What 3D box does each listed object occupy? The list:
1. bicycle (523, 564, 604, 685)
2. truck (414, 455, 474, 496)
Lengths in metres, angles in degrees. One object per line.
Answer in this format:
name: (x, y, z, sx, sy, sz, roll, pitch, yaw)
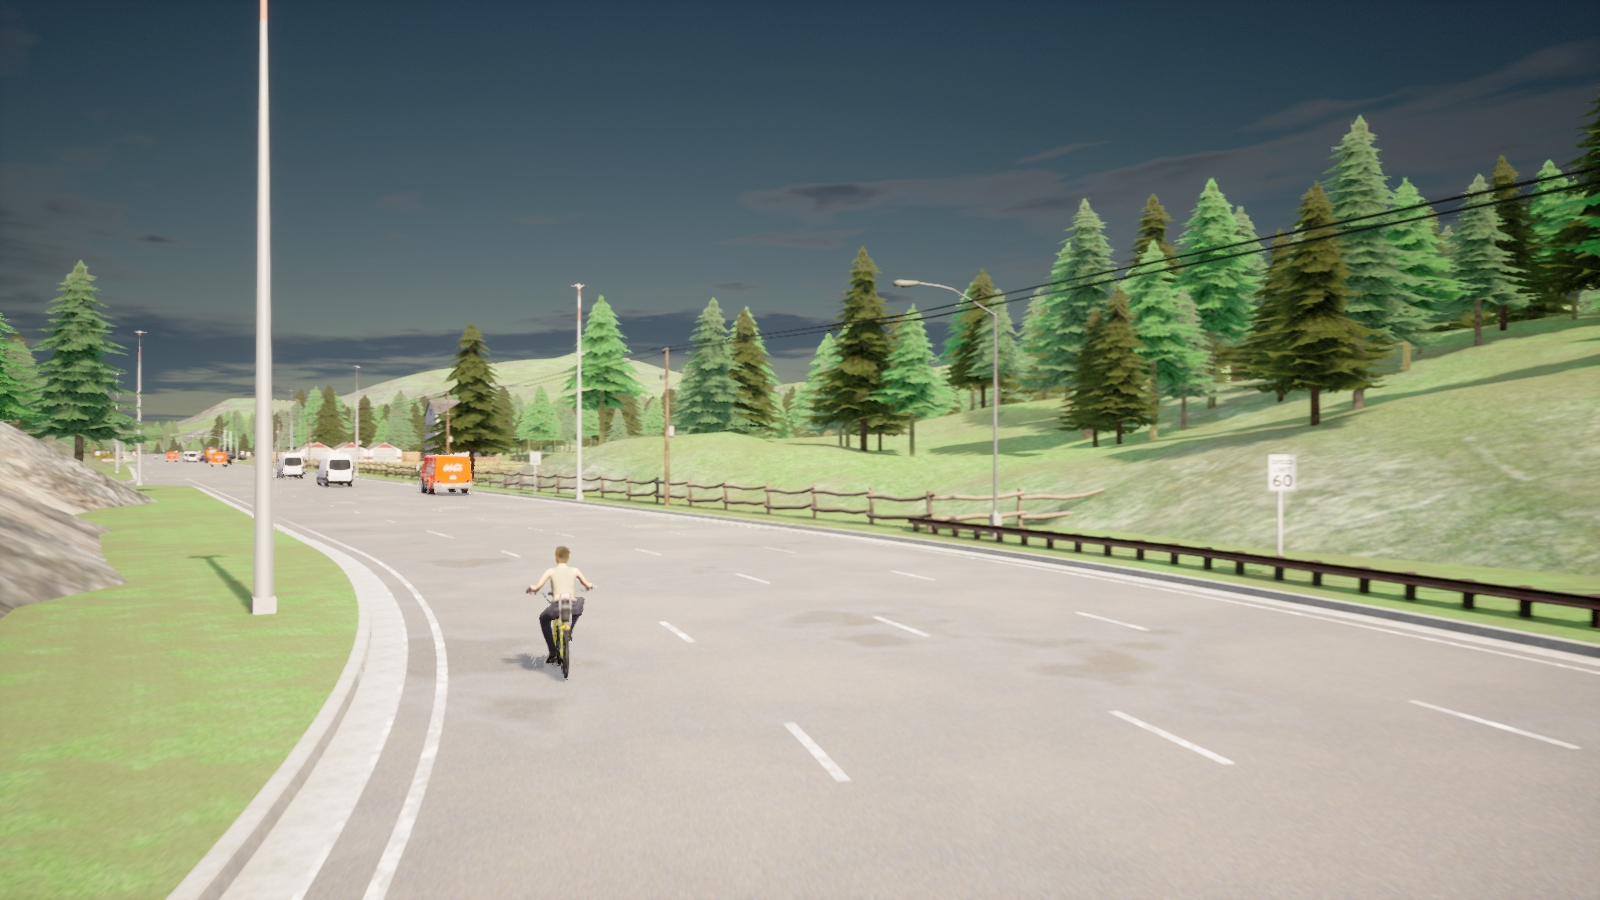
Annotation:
bicycle: (-3.015, 2.164, 14.468, 0.859, 1.276, 1.487, 0, 0, -17)
truck: (-23.090, 1.601, 73.973, 2.627, 2.467, 5.204, 0, 0, -31)
